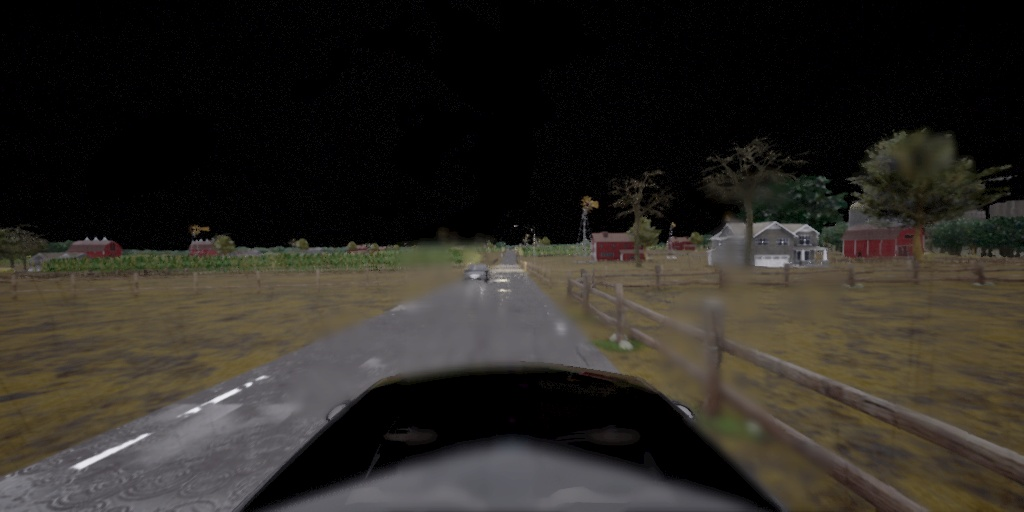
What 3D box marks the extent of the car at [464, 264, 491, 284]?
[{"bbox_3d":[-2.747,1.389,29.091,2.128,1.511,4.902,0,0,0],"label":"car"}]
